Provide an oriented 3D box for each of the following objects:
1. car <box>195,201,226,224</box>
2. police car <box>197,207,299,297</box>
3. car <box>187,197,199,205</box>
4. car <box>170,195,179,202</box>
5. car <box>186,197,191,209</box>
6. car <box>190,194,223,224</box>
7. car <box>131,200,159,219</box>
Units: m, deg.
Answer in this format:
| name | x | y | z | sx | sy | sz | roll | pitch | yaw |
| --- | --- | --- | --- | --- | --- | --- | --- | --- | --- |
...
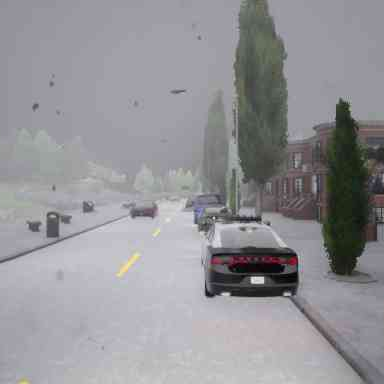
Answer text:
| name | x | y | z | sx | sy | sz | roll | pitch | yaw |
| --- | --- | --- | --- | --- | --- | --- | --- | --- | --- |
| car | 1.238 | 1.505 | 18.618 | 1.837 | 1.490 | 4.892 | 0 | 0 | 0 |
| police car | 1.218 | 1.425 | 8.729 | 1.930 | 1.638 | 5.238 | 0 | 0 | 0 |
| car | 0.125 | 1.564 | 58.925 | 1.994 | 1.385 | 4.181 | 0 | 0 | 0 |
| car | -3.844 | 1.477 | 74.287 | 1.882 | 1.535 | 5.008 | 0 | 0 | 0 |
| car | 0.115 | 1.601 | 46.190 | 1.895 | 1.301 | 4.718 | 0 | 0 | 1 |
| car | 1.191 | 1.174 | 24.649 | 2.150 | 2.045 | 5.566 | -3 | 0 | 0 |
| car | -4.040 | 1.477 | 29.004 | 1.882 | 1.535 | 5.008 | 0 | 0 | 0 |
